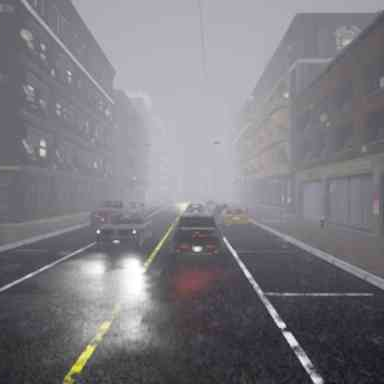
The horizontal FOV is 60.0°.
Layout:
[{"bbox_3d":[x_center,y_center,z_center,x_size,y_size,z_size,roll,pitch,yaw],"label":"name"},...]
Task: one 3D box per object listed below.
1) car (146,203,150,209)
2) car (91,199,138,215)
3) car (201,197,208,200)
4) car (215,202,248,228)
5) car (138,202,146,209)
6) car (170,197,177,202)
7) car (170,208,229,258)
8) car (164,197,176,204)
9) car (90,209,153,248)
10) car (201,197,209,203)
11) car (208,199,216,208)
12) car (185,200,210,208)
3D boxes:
[{"bbox_3d":[-5.443,1.711,34.521,1.887,1.381,4.507,0,0,0],"label":"car"},{"bbox_3d":[-5.525,1.424,23.250,2.192,1.841,5.009,0,0,0],"label":"car"},{"bbox_3d":[3.102,1.844,56.999,2.008,1.369,4.403,0,0,0],"label":"car"},{"bbox_3d":[2.855,1.650,23.353,1.752,1.417,4.829,0,0,0],"label":"car"},{"bbox_3d":[-5.485,1.578,28.885,1.967,1.590,4.097,0,0,0],"label":"car"},{"bbox_3d":[-5.030,1.988,90.881,1.887,1.381,4.507,0,0,0],"label":"car"},{"bbox_3d":[0.188,1.572,13.015,1.837,1.490,4.892,0,0,0],"label":"car"},{"bbox_3d":[-5.154,1.912,73.972,2.008,1.369,4.403,0,0,0],"label":"car"},{"bbox_3d":[-2.993,1.675,15.383,1.895,1.301,4.718,0,0,0],"label":"car"},{"bbox_3d":[3.309,1.996,85.179,1.947,1.339,4.313,0,0,0],"label":"car"},{"bbox_3d":[2.937,1.725,34.455,1.887,1.381,4.507,0,0,0],"label":"car"},{"bbox_3d":[0.317,1.704,30.579,2.033,1.411,5.357,0,0,0],"label":"car"}]
